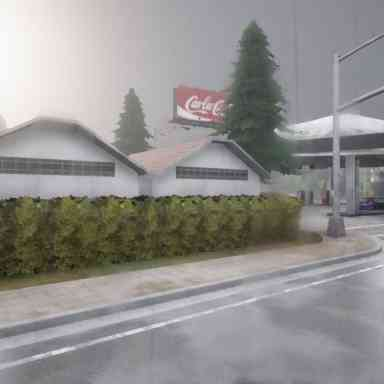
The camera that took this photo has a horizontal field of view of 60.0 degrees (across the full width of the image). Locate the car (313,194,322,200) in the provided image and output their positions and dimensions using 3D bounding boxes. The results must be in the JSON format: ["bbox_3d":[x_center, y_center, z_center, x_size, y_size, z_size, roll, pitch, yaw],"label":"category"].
[{"bbox_3d":[33.040,1.330,89.523,2.152,1.636,5.027,0,0,-36],"label":"car"}]

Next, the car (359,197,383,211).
[{"bbox_3d":[21.919,1.480,40.042,4.611,1.667,2.242,0,0,-36],"label":"car"}]
